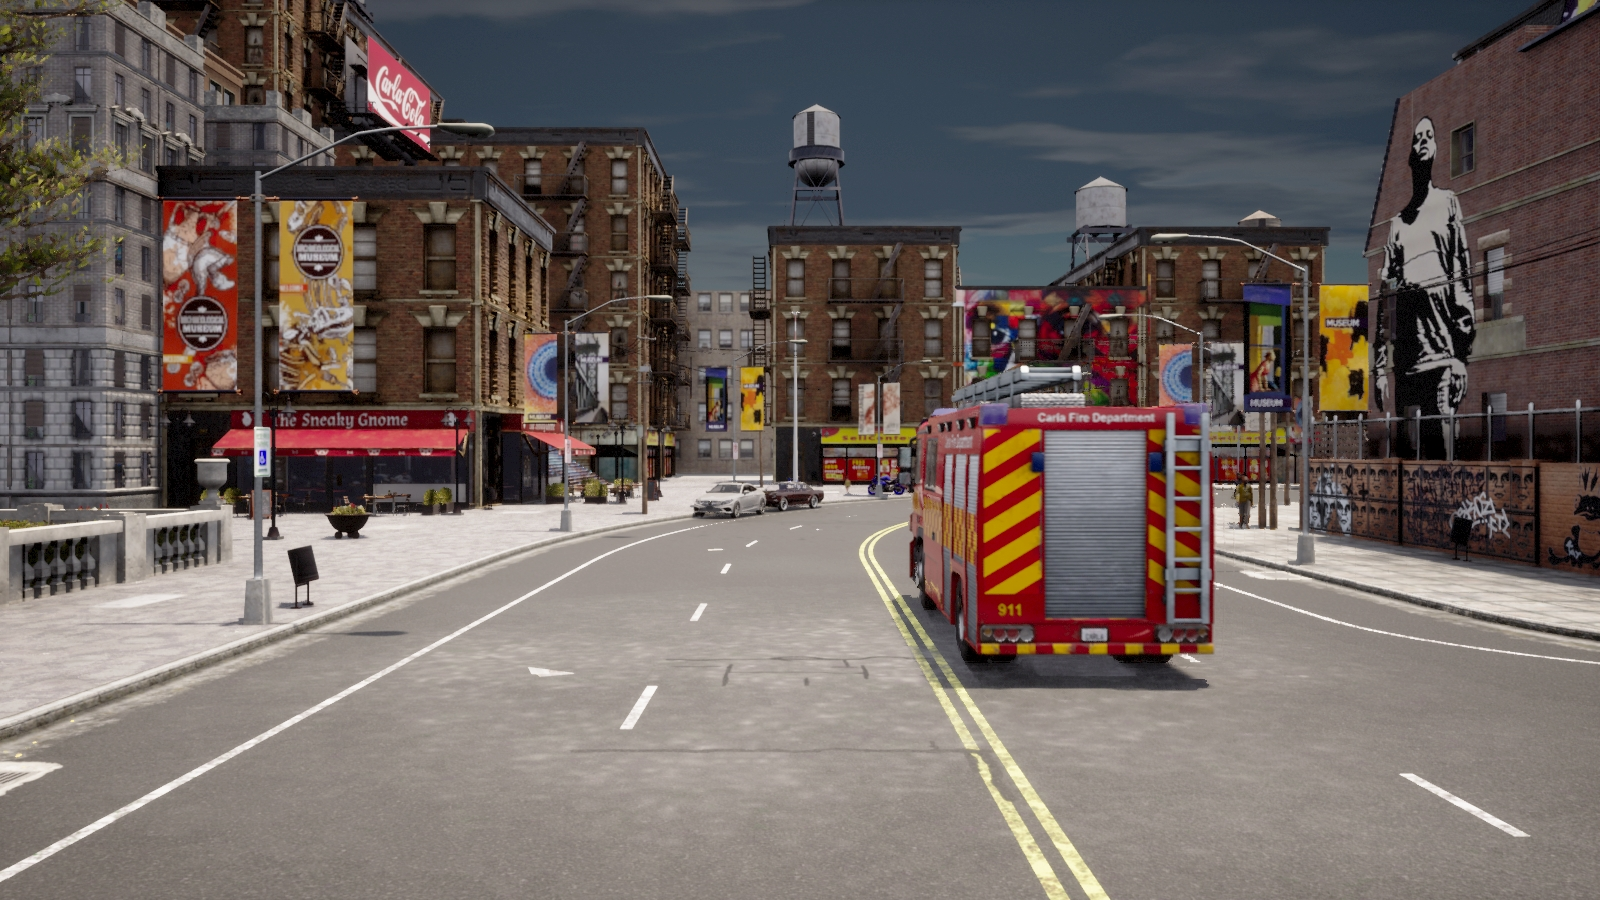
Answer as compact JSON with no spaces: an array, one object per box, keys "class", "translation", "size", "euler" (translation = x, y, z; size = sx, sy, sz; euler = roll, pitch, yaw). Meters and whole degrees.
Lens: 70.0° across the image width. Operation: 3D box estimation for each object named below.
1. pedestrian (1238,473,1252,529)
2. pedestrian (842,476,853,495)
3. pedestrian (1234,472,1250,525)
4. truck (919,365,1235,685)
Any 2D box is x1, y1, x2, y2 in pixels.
[{"class":"pedestrian","translation":[14.995,1.712,38.482],"size":[0.375,1.860,0.375],"euler":[0,0,9]},{"class":"pedestrian","translation":[2.830,2.103,67.663],"size":[0.500,1.100,0.500],"euler":[0,0,30]},{"class":"pedestrian","translation":[15.653,1.712,40.457],"size":[0.375,1.860,0.375],"euler":[0,0,-33]},{"class":"truck","translation":[3.749,0.898,17.875],"size":[2.891,3.827,8.468],"euler":[0,0,0]}]
